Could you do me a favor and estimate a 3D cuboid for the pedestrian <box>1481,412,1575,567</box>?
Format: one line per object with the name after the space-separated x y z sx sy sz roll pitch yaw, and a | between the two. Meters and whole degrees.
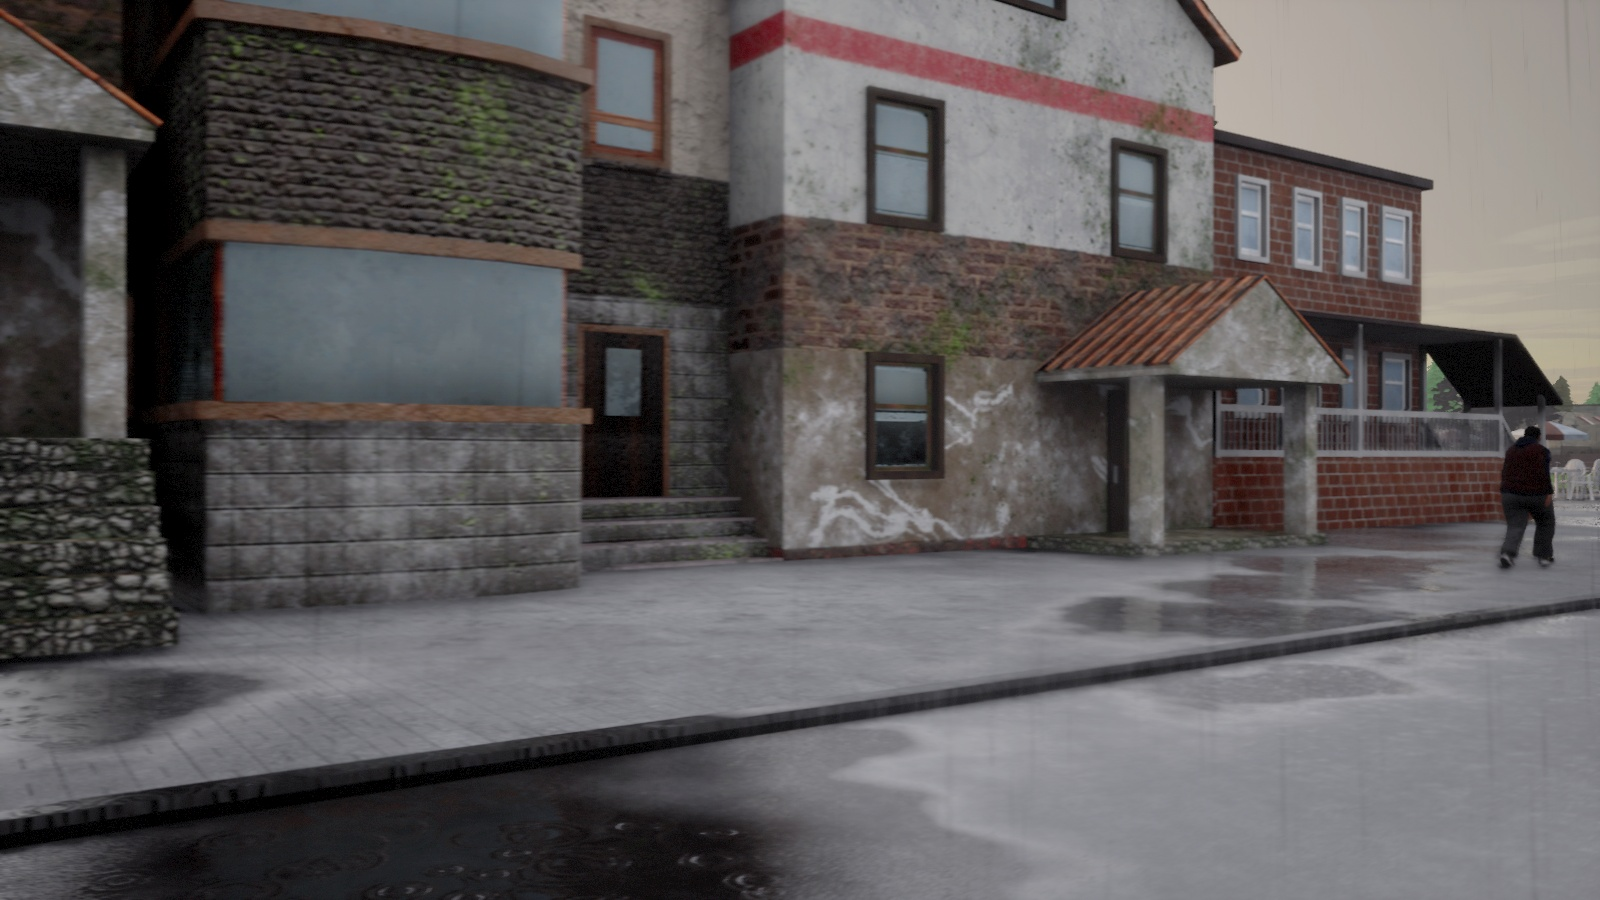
8.966 0.473 15.467 0.899 1.844 0.634 0 0 -30 | pedestrian
